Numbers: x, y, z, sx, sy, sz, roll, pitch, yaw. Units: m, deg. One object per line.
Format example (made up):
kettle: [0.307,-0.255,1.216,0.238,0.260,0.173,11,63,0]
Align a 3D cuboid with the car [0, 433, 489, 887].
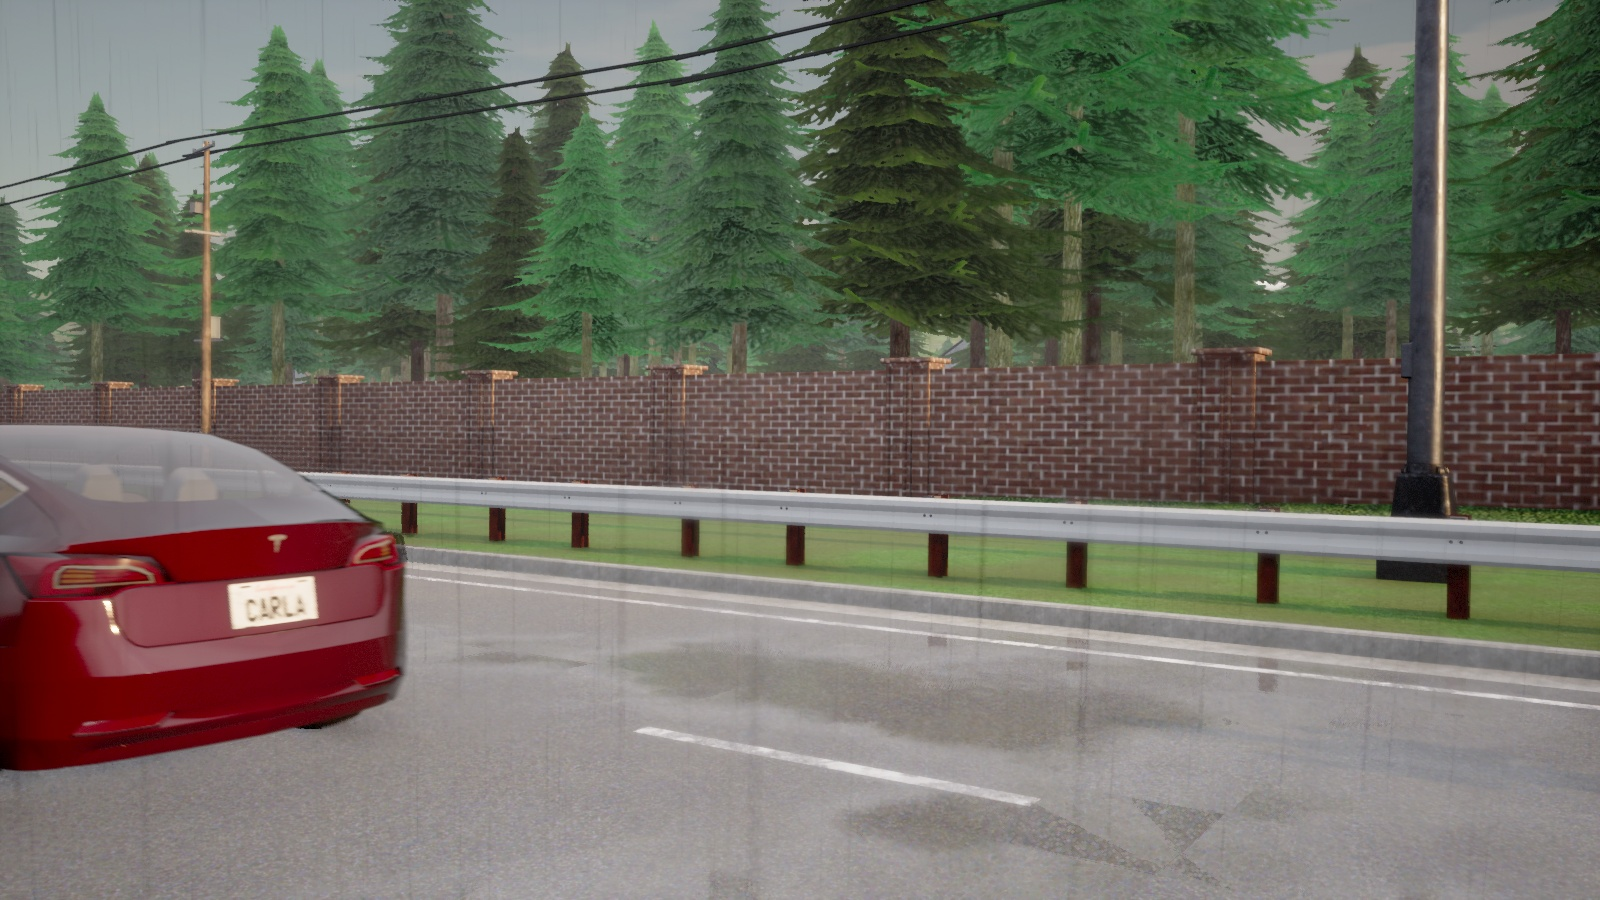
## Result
car: [-4.055,0.681,6.335,4.792,1.488,2.163,0,1,34]
